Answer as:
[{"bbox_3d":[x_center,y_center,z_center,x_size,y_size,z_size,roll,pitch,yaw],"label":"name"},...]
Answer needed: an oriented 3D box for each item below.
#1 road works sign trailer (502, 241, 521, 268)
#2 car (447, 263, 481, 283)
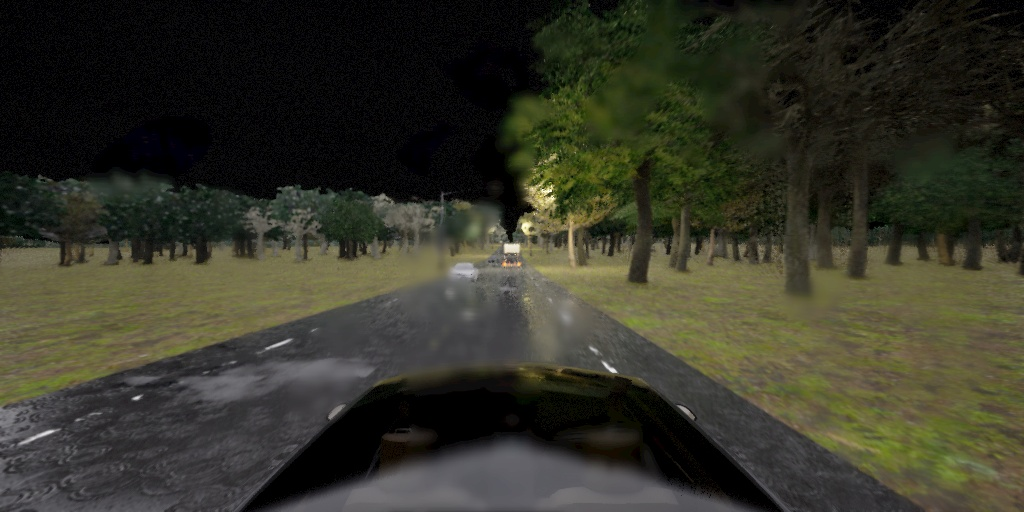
[{"bbox_3d":[-0.001,-0.023,51.735,2.380,3.560,2.880,0,0,0],"label":"road works sign trailer"},{"bbox_3d":[-3.585,1.260,27.434,1.812,1.442,4.674,0,0,0],"label":"car"}]
